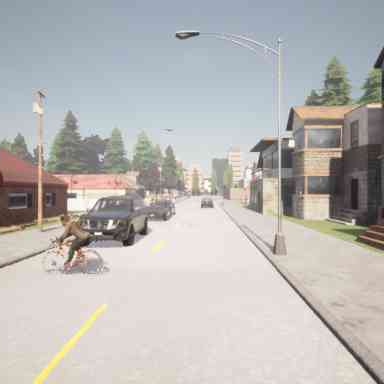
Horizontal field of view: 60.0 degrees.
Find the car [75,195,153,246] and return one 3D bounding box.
[{"bbox_3d":[-3.470,1.216,15.542,2.150,2.045,5.566,0,1,3],"label":"car"}]

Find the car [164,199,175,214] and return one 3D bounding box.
[{"bbox_3d":[-2.684,1.505,31.910,1.837,1.490,4.892,0,0,3],"label":"car"}]

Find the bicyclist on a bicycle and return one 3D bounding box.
[{"bbox_3d":[-3.243,1.454,8.951,1.656,1.620,0.582,-2,0,2],"label":"bicyclist on a bicycle"}]

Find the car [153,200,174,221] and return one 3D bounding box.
[{"bbox_3d":[-2.862,1.564,26.763,1.994,1.385,4.181,0,0,3],"label":"car"}]

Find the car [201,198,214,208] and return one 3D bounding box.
[{"bbox_3d":[2.203,1.547,48.001,2.033,1.411,5.357,0,0,3],"label":"car"}]
